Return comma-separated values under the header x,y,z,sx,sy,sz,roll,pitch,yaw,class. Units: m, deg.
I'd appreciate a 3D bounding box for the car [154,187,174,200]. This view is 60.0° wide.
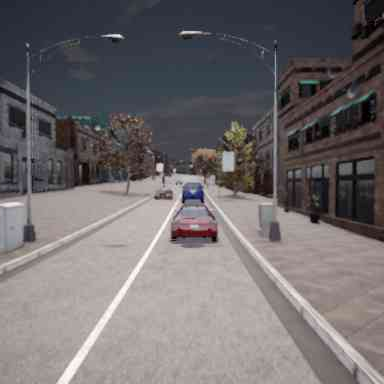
x,y,z,sx,sy,sz,roll,pitch,yaw,class
-3.099,0.165,37.279,1.994,1.385,4.181,0,3,0,car

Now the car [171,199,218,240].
x,y,z,sx,sy,sz,roll,pitch,yaw,class
0.098,1.244,15.093,1.994,1.385,4.181,0,2,0,car

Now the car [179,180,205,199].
x,y,z,sx,sy,sz,roll,pitch,yaw,class
0.092,0.014,33.424,2.150,2.045,5.566,0,3,0,car

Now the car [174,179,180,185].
x,y,z,sx,sy,sz,roll,pitch,yaw,class
-3.061,-2.165,78.339,1.837,1.490,4.892,0,3,0,car
